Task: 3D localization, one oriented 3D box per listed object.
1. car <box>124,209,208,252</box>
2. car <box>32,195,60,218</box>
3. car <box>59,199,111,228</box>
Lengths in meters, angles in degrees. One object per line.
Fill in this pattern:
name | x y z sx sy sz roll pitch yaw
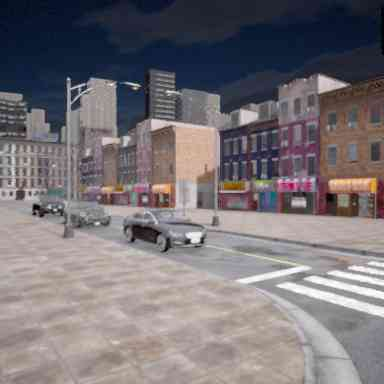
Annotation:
car | -1.276 1.509 14.185 2.128 1.511 4.902 0 0 -35
car | -13.798 1.289 31.940 2.150 2.045 5.566 0 0 -35
car | -7.151 1.387 22.509 2.097 1.767 4.553 0 0 -35
